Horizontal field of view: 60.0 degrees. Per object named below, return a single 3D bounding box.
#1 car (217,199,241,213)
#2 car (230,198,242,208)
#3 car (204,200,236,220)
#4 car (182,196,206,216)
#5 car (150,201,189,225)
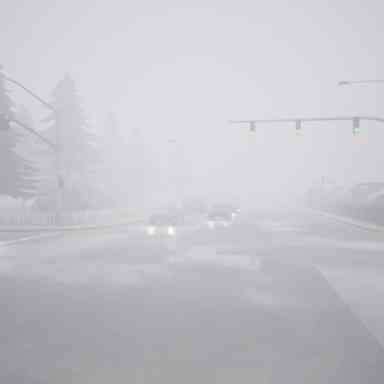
[{"bbox_3d":[4.413,1.826,39.830,1.994,1.385,4.181,0,0,11],"label":"car"},{"bbox_3d":[6.465,1.684,50.723,2.097,1.767,4.553,0,-1,11],"label":"car"},{"bbox_3d":[2.693,1.753,30.764,2.033,1.411,5.357,0,0,11],"label":"car"},{"bbox_3d":[0.273,1.463,36.836,2.150,2.045,5.566,0,0,11],"label":"car"},{"bbox_3d":[-1.801,1.703,25.904,1.812,1.442,4.674,0,0,11],"label":"car"}]
